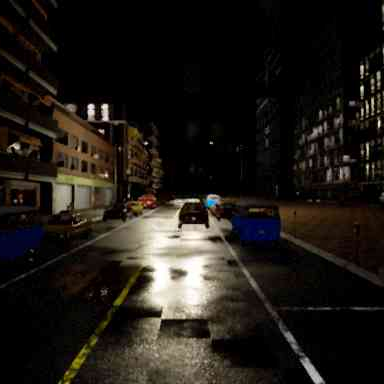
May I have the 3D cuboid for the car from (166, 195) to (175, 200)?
[{"bbox_3d":[-5.680,1.464,87.171,1.947,1.339,4.313,1,0,0],"label":"car"}]

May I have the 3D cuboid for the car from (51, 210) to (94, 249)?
[{"bbox_3d":[-5.678,1.506,14.595,1.752,1.417,4.829,1,0,0],"label":"car"}]

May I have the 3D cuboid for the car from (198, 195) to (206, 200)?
[{"bbox_3d":[2.700,1.443,92.739,2.008,1.369,4.403,1,0,0],"label":"car"}]

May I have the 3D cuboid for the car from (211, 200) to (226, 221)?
[{"bbox_3d":[2.701,1.547,25.902,1.802,1.307,4.206,1,0,0],"label":"car"}]

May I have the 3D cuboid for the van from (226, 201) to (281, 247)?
[{"bbox_3d":[2.705,1.321,14.764,1.690,1.788,3.998,1,0,0],"label":"van"}]

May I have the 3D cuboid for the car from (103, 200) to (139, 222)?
[{"bbox_3d":[-5.679,1.517,25.903,2.008,1.369,4.403,1,0,0],"label":"car"}]

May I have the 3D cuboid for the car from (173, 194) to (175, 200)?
[{"bbox_3d":[-5.680,1.448,81.601,1.887,1.381,4.507,1,0,0],"label":"car"}]

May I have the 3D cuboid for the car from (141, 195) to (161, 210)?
[{"bbox_3d":[-5.676,1.260,42.612,2.192,1.841,5.009,1,0,0],"label":"car"}]

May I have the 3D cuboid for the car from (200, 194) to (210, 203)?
[{"bbox_3d":[2.702,1.355,70.460,1.967,1.590,4.097,1,0,0],"label":"car"}]

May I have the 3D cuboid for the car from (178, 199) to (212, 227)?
[{"bbox_3d":[0.099,1.448,22.263,1.882,1.535,5.008,0,0,0],"label":"car"}]

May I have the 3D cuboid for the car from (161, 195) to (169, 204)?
[{"bbox_3d":[-5.680,1.471,59.322,1.887,1.381,4.507,1,0,0],"label":"car"}]

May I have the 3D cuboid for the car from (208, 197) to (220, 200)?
[{"bbox_3d":[2.701,1.483,31.642,1.752,1.417,4.829,1,0,0],"label":"car"}]

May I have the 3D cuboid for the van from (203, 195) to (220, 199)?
[{"bbox_3d":[2.704,1.286,42.612,1.690,1.788,3.998,1,0,0],"label":"van"}]

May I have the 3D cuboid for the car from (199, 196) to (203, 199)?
[{"bbox_3d":[0.100,1.545,42.783,1.895,1.301,4.718,0,0,0],"label":"car"}]

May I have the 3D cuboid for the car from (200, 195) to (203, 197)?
[{"bbox_3d":[2.700,1.451,59.491,1.752,1.417,4.829,1,0,0],"label":"car"}]

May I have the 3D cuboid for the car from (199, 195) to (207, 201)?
[{"bbox_3d":[2.700,1.448,81.600,1.887,1.381,4.507,1,0,0],"label":"car"}]

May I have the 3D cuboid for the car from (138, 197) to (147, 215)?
[{"bbox_3d":[-5.679,1.484,31.304,1.752,1.417,4.829,1,0,0],"label":"car"}]

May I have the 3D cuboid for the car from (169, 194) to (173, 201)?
[{"bbox_3d":[-5.680,1.497,70.462,1.802,1.307,4.206,1,0,0],"label":"car"}]

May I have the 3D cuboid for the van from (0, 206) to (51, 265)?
[{"bbox_3d":[-5.675,1.329,9.195,1.690,1.788,3.998,1,0,0],"label":"van"}]

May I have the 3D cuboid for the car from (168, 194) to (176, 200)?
[{"bbox_3d":[-5.679,1.333,92.740,1.967,1.590,4.097,1,0,0],"label":"car"}]
